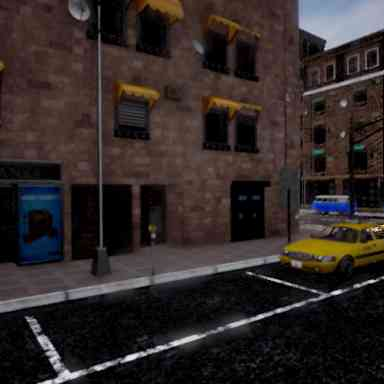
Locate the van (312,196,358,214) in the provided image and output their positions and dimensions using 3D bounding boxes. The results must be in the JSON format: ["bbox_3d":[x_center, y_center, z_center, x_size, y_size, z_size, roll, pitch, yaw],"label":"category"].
[{"bbox_3d":[13.143,1.241,30.765,1.690,1.788,3.998,0,0,-36],"label":"van"}]

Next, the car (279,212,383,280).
[{"bbox_3d":[4.626,1.511,9.866,4.829,1.417,1.752,0,0,-35],"label":"car"}]
